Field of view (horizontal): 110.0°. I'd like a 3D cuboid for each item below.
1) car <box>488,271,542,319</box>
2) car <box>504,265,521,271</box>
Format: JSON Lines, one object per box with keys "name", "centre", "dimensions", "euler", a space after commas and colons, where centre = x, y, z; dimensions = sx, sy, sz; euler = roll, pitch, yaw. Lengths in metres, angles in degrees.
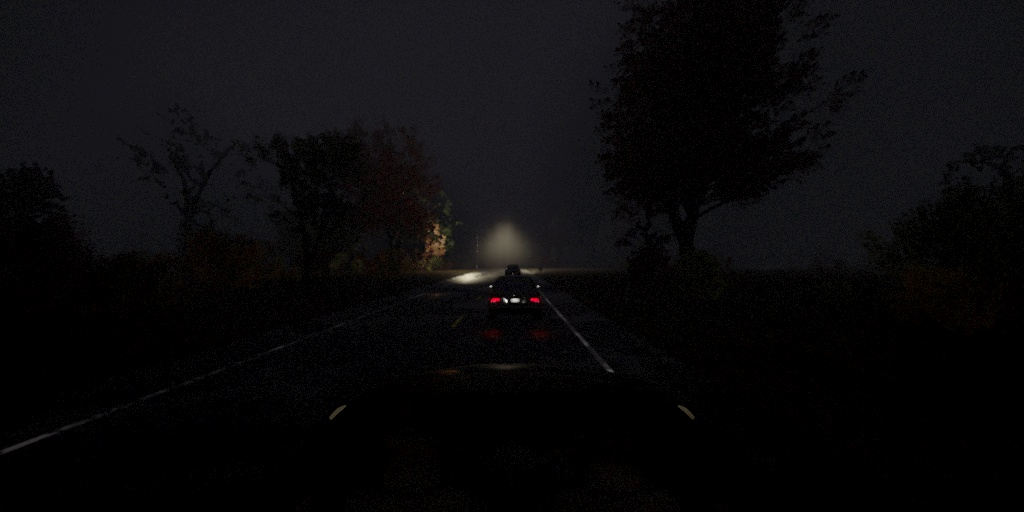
{"name": "car", "centre": [0.096, 1.442, 13.509], "dimensions": [2.033, 1.411, 5.357], "euler": [0, -1, 0]}
{"name": "car", "centre": [0.101, 1.839, 44.880], "dimensions": [1.837, 1.490, 4.892], "euler": [0, 0, 0]}
